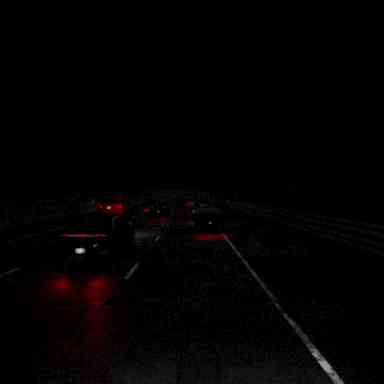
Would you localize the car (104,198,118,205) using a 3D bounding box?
[{"bbox_3d":[-17.495,2.076,71.810,1.895,1.301,4.718,0,0,0],"label":"car"}]

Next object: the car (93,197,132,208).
[{"bbox_3d":[-6.896,1.441,30.296,2.150,2.045,5.566,0,-1,0],"label":"car"}]

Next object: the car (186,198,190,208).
[{"bbox_3d":[0.005,1.766,55.100,2.097,1.767,4.553,0,0,0],"label":"car"}]

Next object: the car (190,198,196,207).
[{"bbox_3d":[1.051,1.583,31.507,2.097,1.767,4.553,0,0,0],"label":"car"}]

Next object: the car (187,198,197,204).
[{"bbox_3d":[0.005,1.967,74.518,2.033,1.411,5.357,0,0,0],"label":"car"}]

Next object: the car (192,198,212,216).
[{"bbox_3d":[1.052,1.630,37.507,2.097,1.767,4.553,0,0,0],"label":"car"}]

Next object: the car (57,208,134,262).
[{"bbox_3d":[-3.399,1.573,12.534,2.128,1.511,4.902,0,0,0],"label":"car"}]

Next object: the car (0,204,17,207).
[{"bbox_3d":[-17.584,1.792,31.221,1.994,1.385,4.181,0,0,0],"label":"car"}]

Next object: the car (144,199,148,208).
[{"bbox_3d":[-6.895,1.924,56.073,1.837,1.490,4.892,0,-1,0],"label":"car"}]

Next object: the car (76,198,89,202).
[{"bbox_3d":[-24.495,1.972,74.893,1.994,1.385,4.181,0,0,0],"label":"car"}]

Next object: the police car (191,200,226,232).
[{"bbox_3d":[1.052,1.578,21.645,1.930,1.638,5.238,0,0,0],"label":"police car"}]

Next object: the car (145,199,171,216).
[{"bbox_3d":[-3.397,1.760,36.139,2.128,1.511,4.902,0,0,0],"label":"car"}]
